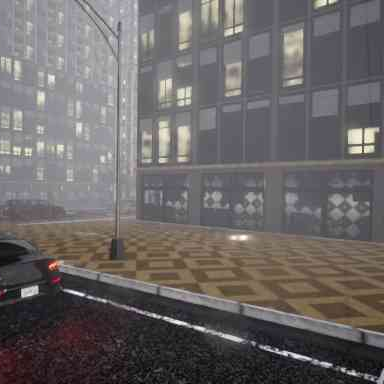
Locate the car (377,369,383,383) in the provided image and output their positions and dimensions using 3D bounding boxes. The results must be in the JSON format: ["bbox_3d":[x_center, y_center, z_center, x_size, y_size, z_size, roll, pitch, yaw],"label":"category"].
[{"bbox_3d":[3.259,1.353,1.362,4.553,1.767,2.097,0,0,35],"label":"car"}]

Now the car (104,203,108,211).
[{"bbox_3d":[-9.545,1.748,44.616,1.837,1.490,4.892,1,0,36],"label":"car"}]

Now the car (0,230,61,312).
[{"bbox_3d":[-4.630,1.522,6.976,4.674,1.442,1.812,0,0,35],"label":"car"}]

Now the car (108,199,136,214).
[{"bbox_3d":[-6.930,1.830,38.425,1.752,1.417,4.829,1,0,36],"label":"car"}]

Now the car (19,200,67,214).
[{"bbox_3d":[-17.226,1.643,38.582,1.752,1.417,4.829,1,0,36],"label":"car"}]

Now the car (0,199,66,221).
[{"bbox_3d":[-13.722,1.520,29.209,2.192,1.841,5.009,1,0,36],"label":"car"}]
